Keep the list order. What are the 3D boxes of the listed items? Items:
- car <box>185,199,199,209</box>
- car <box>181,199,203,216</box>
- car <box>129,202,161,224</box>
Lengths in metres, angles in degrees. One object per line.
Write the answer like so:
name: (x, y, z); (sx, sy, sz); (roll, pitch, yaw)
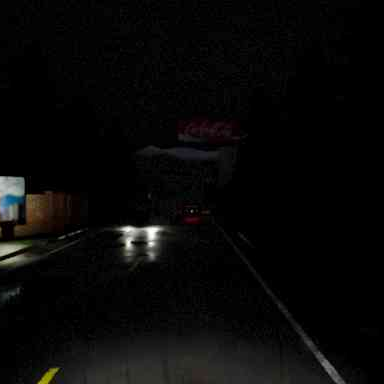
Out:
car: (0.045, 1.609, 45.845); (1.895, 1.301, 4.718); (0, 0, 1)
car: (0.006, 1.509, 32.452); (1.837, 1.490, 4.892); (0, 0, 0)
car: (-3.501, 1.520, 25.338); (1.882, 1.535, 5.008); (0, 0, 0)
